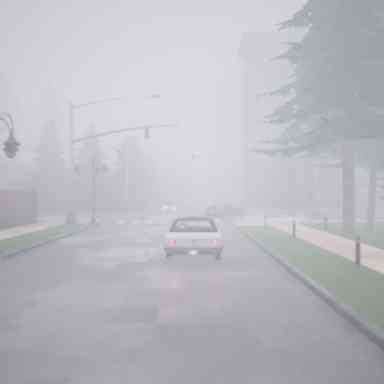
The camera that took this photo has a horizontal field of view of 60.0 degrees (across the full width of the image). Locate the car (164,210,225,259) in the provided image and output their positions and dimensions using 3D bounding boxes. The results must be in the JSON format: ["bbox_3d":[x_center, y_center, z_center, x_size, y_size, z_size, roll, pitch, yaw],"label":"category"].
[{"bbox_3d":[0.063,1.594,12.597,1.895,1.301,4.718,0,0,0],"label":"car"}]

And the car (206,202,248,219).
[{"bbox_3d":[3.039,1.562,28.781,4.181,1.385,1.994,0,0,-44],"label":"car"}]

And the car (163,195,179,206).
[{"bbox_3d":[-3.676,1.602,55.450,1.895,1.301,4.718,0,0,1],"label":"car"}]
